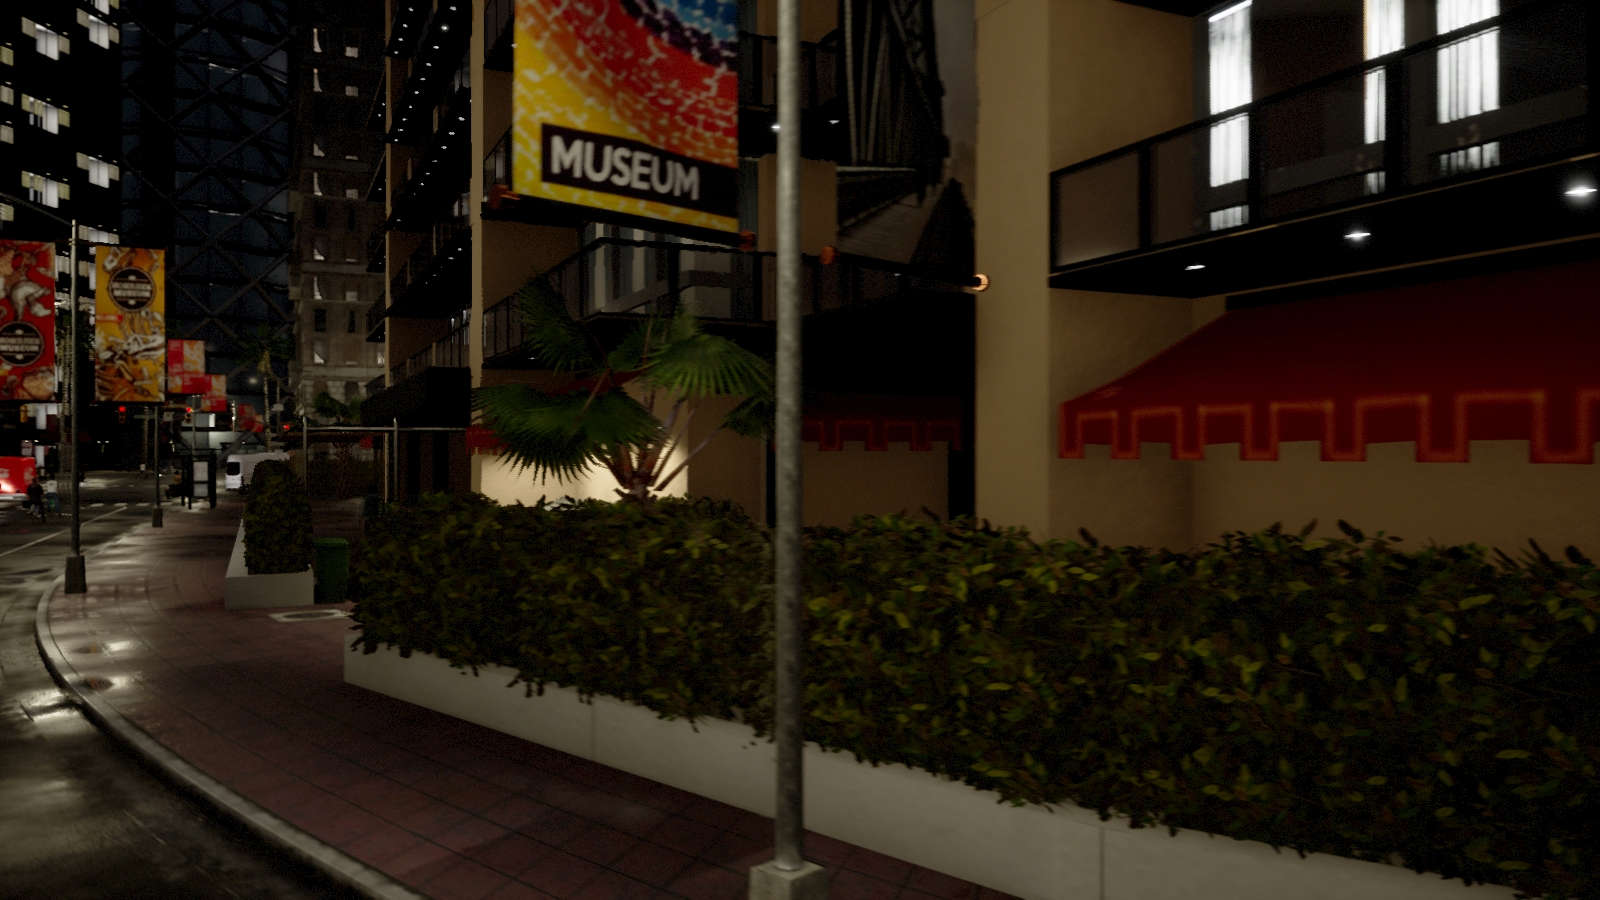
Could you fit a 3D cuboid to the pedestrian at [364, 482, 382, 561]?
[{"bbox_3d":[-10.257,1.704,27.444,0.375,1.860,0.375,0,0,-28],"label":"pedestrian"}]
